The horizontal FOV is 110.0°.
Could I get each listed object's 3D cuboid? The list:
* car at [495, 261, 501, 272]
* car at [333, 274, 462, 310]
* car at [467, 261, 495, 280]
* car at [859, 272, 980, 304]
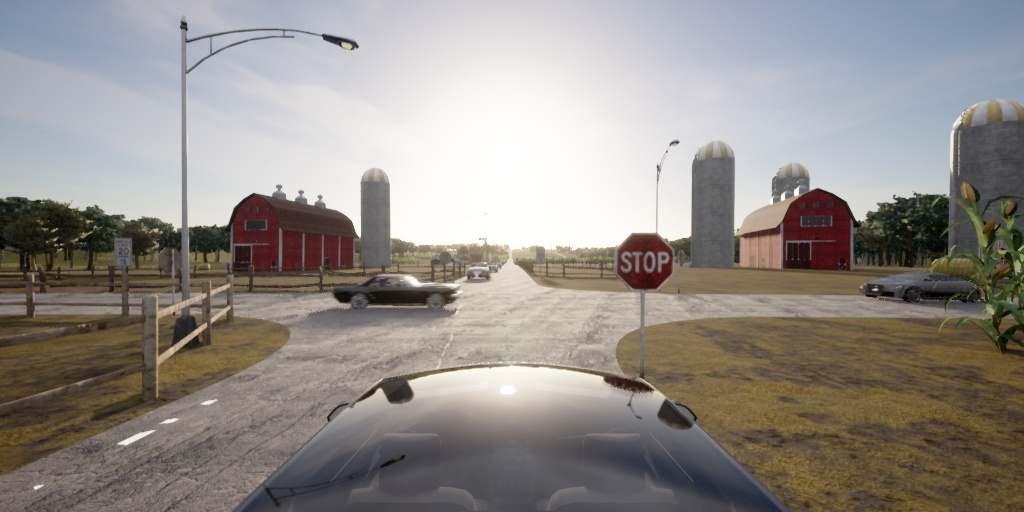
[{"bbox_3d":[-2.939,1.522,49.170,1.895,1.301,4.718,0,0,0],"label":"car"},{"bbox_3d":[-4.402,1.392,14.373,4.718,1.301,1.895,0,1,0],"label":"car"},{"bbox_3d":[-2.910,1.322,32.105,2.128,1.511,4.902,0,0,0],"label":"car"},{"bbox_3d":[19.405,1.451,17.181,4.181,1.385,1.994,1,1,0],"label":"car"}]
